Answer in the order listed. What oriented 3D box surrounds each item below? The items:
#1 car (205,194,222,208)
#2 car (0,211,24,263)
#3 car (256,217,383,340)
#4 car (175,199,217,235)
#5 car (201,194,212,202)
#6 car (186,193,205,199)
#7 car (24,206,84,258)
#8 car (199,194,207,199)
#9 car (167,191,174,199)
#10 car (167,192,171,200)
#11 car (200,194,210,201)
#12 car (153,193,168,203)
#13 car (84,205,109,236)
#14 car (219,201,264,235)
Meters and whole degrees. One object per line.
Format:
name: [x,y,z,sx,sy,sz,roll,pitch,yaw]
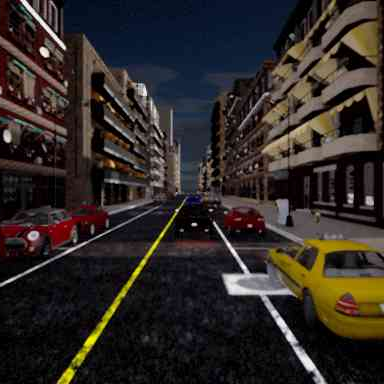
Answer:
car: [2.693,1.281,40.280,2.008,1.369,4.403,0,0,0]
car: [-5.688,1.271,6.466,2.192,1.841,5.009,0,0,0]
car: [2.691,1.481,6.634,1.752,1.417,4.829,0,0,0]
car: [0.114,1.356,18.077,1.882,1.535,5.008,0,0,0]
car: [2.694,1.101,62.994,1.752,1.417,4.829,0,0,0]
car: [0.101,1.240,35.485,1.882,1.535,5.008,0,0,0]
car: [-5.689,1.359,12.103,1.967,1.590,4.097,0,0,0]
car: [2.694,1.043,79.733,1.802,1.307,4.206,0,0,0]
car: [-5.686,1.045,74.101,1.887,1.381,4.507,0,0,0]
car: [-5.687,1.128,62.829,2.008,1.369,4.403,0,0,0]
car: [2.694,1.104,68.461,1.947,1.339,4.313,0,0,0]
car: [-5.687,1.166,57.192,2.008,1.369,4.403,0,0,0]
car: [-5.689,1.426,17.741,1.887,1.381,4.507,0,0,0]
car: [2.692,1.426,17.736,1.887,1.381,4.507,0,0,0]
